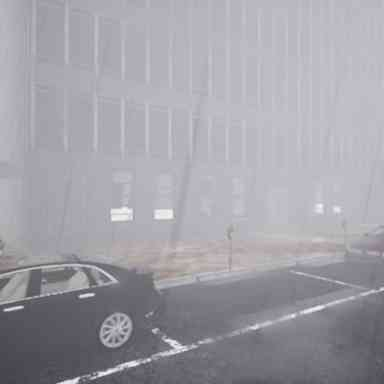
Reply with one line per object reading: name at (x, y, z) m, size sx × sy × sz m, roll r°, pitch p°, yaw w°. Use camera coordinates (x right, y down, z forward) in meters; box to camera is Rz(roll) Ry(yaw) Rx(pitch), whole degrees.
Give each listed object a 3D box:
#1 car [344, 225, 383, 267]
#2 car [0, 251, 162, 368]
car at (6.853, 1.759, 11.092) m, size 4.206 × 1.307 × 1.802 m, roll 1°, pitch -1°, yaw -34°
car at (-2.555, 1.591, 4.685) m, size 4.403 × 1.369 × 2.008 m, roll 1°, pitch -1°, yaw -34°
